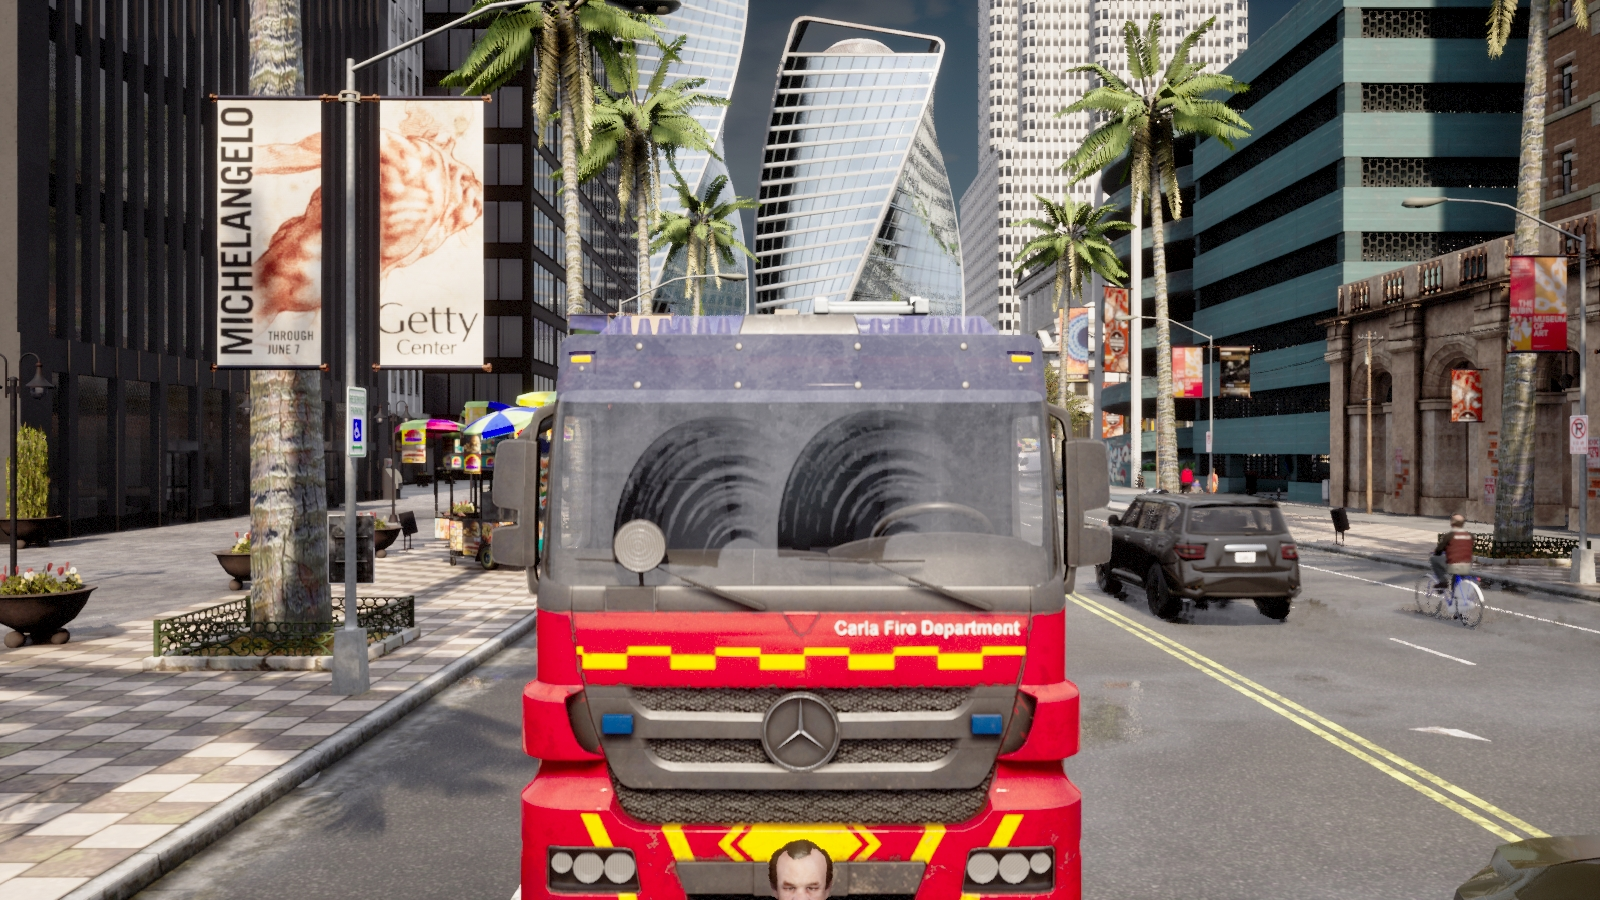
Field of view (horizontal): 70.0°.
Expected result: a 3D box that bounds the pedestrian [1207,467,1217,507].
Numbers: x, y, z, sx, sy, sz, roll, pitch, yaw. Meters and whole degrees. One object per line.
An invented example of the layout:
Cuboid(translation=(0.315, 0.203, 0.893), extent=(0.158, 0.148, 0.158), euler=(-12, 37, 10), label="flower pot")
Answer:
Cuboid(translation=(18.922, 1.696, 52.475), extent=(0.375, 1.860, 0.375), euler=(0, 0, 4), label="pedestrian")

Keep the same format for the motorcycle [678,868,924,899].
Cuboid(translation=(0.003, 2.182, 3.373), extent=(0.856, 1.236, 1.805), euler=(0, 0, 0), label="motorcycle")

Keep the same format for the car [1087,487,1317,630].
Cuboid(translation=(6.982, 1.780, 20.638), extent=(2.150, 2.045, 5.566), euler=(0, 0, 0), label="car")

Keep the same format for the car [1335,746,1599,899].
Cuboid(translation=(3.504, 2.061, 2.660), extent=(2.231, 1.480, 4.892), euler=(0, 0, 0), label="car")

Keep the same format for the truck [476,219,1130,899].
Cuboid(translation=(0.019, 0.890, 9.289), extent=(2.891, 3.827, 8.468), euler=(0, 0, 0), label="truck")

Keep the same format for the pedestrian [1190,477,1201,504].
Cuboid(translation=(19.440, 1.976, 56.110), extent=(0.375, 1.300, 0.375), euler=(0, 0, -7), label="pedestrian")

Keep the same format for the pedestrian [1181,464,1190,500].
Cuboid(translation=(20.443, 1.698, 60.546), extent=(0.375, 1.860, 0.375), euler=(0, 0, 2), label="pedestrian")
